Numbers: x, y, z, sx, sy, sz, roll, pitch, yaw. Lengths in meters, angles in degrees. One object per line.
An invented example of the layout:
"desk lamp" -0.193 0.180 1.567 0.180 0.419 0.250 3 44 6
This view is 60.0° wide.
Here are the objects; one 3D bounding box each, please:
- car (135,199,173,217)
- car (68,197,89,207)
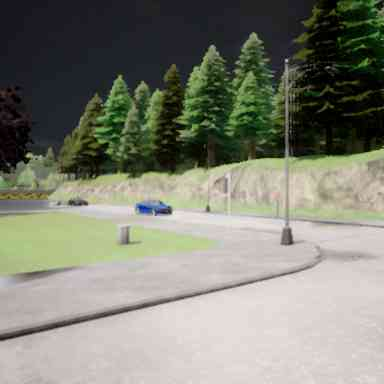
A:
"car" -3.656 1.440 31.492 1.882 1.535 5.008 0 0 -35
"car" -17.591 1.511 51.203 2.033 1.411 5.357 0 0 -35
